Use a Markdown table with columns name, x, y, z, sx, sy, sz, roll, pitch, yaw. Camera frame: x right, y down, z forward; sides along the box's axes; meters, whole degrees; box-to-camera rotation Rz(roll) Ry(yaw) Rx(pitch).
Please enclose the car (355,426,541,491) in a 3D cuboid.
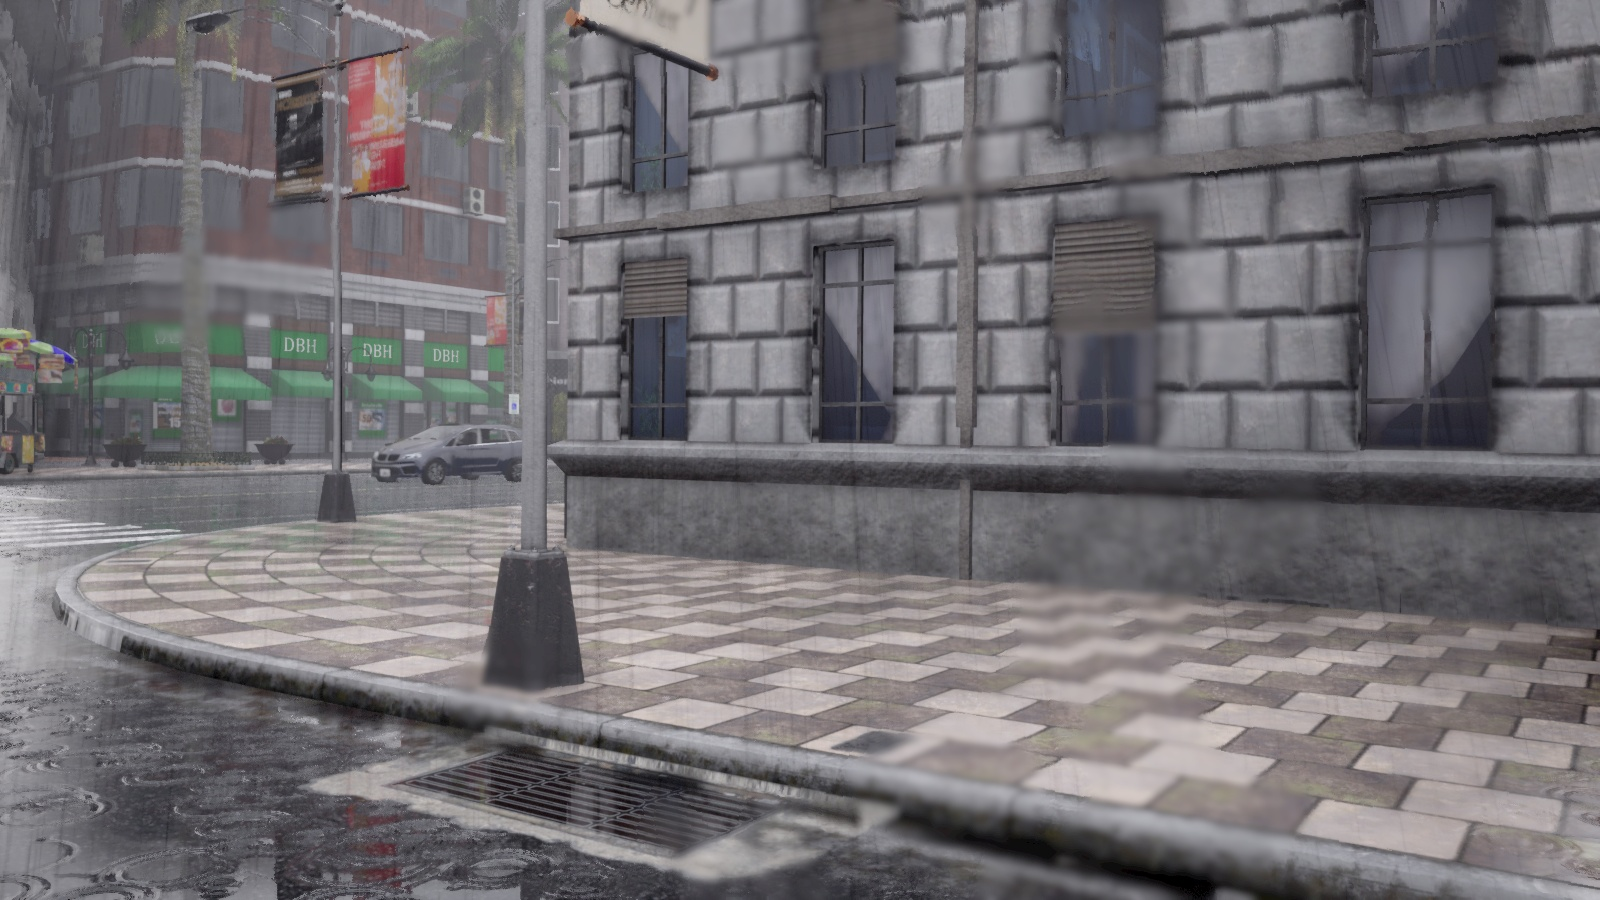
| name | x | y | z | sx | sy | sz | roll | pitch | yaw |
| --- | --- | --- | --- | --- | --- | --- | --- | --- | --- |
| car | -9.728 | 0.186 | 35.004 | 2.242 | 1.667 | 4.611 | 0 | 1 | 34 |
